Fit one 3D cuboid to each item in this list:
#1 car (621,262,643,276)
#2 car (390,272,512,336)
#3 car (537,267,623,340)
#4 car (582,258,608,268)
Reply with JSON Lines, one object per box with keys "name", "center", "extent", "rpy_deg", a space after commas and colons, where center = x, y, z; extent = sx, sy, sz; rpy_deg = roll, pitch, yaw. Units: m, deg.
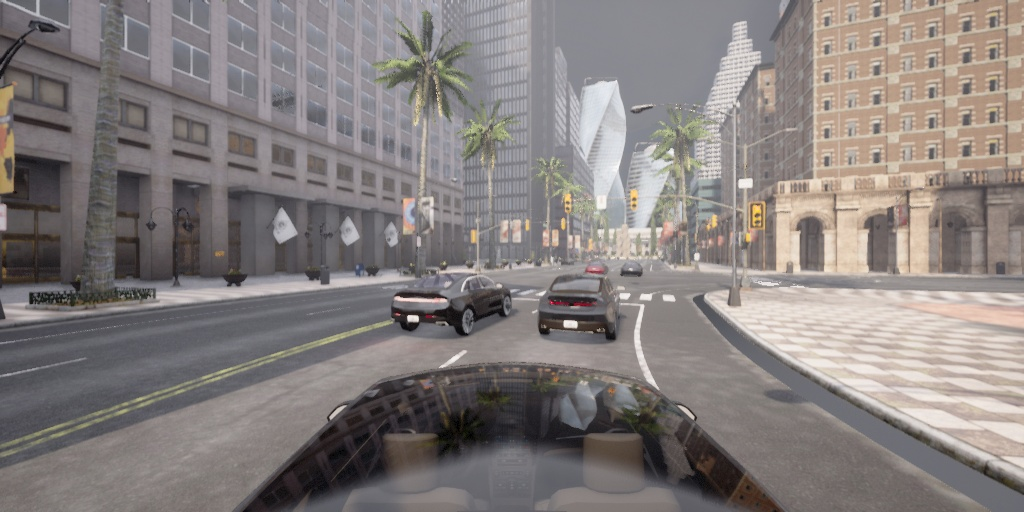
{"name": "car", "center": [12.212, 1.252, 36.462], "extent": [1.994, 1.385, 4.181], "rpy_deg": [0, 0, 22]}
{"name": "car", "center": [-1.482, 1.227, 10.541], "extent": [2.128, 1.511, 4.902], "rpy_deg": [0, 0, 19]}
{"name": "car", "center": [2.042, 1.240, 10.123], "extent": [1.837, 1.490, 4.892], "rpy_deg": [0, 0, 18]}
{"name": "car", "center": [8.980, 1.250, 37.808], "extent": [1.994, 1.385, 4.181], "rpy_deg": [0, 0, 22]}
